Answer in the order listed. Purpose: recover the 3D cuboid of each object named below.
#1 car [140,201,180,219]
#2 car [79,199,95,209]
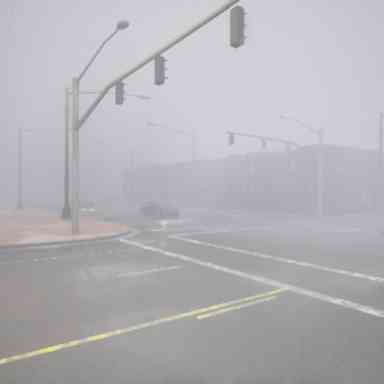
[{"bbox_3d":[-2.940,1.547,29.596,1.837,1.490,4.892,0,0,-36],"label":"car"},{"bbox_3d":[-15.064,1.605,46.510,1.994,1.385,4.181,0,0,-36],"label":"car"}]
